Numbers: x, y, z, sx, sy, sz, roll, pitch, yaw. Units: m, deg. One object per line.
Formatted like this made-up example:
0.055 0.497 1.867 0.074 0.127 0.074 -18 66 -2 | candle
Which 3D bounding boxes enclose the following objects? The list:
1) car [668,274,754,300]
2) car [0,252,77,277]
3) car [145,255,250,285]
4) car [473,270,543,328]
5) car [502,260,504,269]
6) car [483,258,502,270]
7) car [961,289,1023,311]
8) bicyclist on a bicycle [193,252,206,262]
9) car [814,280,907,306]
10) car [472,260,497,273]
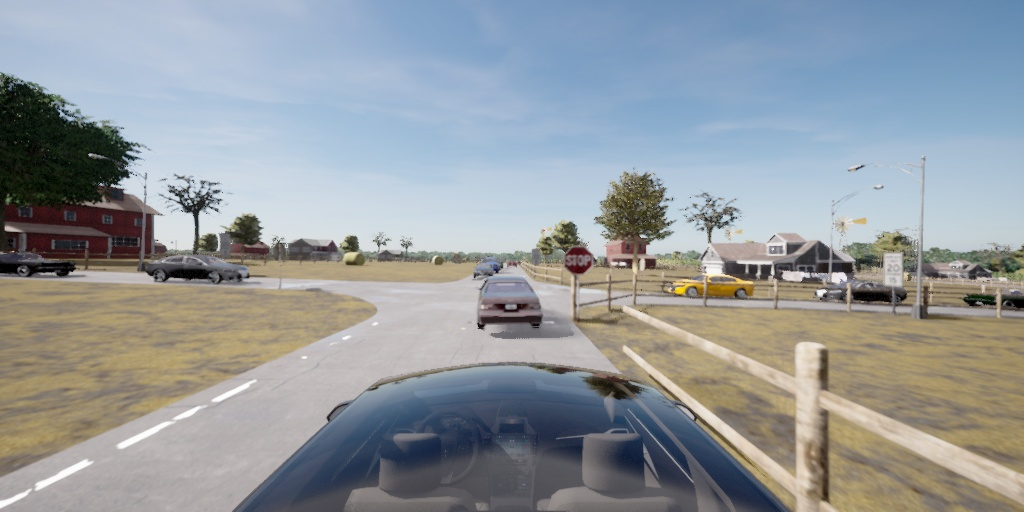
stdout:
12.560 1.876 22.795 5.008 1.535 1.882 2 0 -2 | car
-27.360 0.453 19.857 4.718 1.301 1.895 2 0 0 | car
-17.257 0.719 19.865 4.902 1.511 2.128 2 0 0 | car
-0.216 1.349 11.632 2.033 1.411 5.357 0 0 -4 | car
-2.836 1.403 56.623 2.097 1.767 4.553 0 0 0 | car
-2.840 1.211 46.563 2.150 2.045 5.566 0 0 0 | car
31.988 2.783 22.862 4.718 1.301 1.895 2 0 0 | car
-22.619 0.524 25.845 0.582 1.620 1.656 2 0 0 | bicyclist on a bicycle
22.096 2.269 22.859 4.902 1.511 2.128 2 0 0 | car
-2.853 1.461 36.599 1.812 1.442 4.674 0 0 0 | car
